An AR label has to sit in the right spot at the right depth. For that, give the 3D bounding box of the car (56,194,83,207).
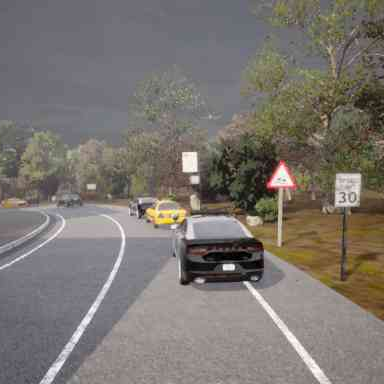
[{"bbox_3d":[-16.491,1.052,44.550,2.097,1.767,4.553,-5,3,-42],"label":"car"}]

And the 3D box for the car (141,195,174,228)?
[{"bbox_3d":[-1.613,1.167,19.726,1.801,1.575,5.366,-2,1,-16],"label":"car"}]

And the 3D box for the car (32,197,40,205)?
[{"bbox_3d":[-26.712,1.485,53.802,5.008,1.535,1.882,-2,3,34],"label":"car"}]

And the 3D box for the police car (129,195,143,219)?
[{"bbox_3d":[-3.603,1.060,25.589,1.930,1.638,5.238,-2,1,-21],"label":"police car"}]

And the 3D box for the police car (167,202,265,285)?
[{"bbox_3d":[0.460,1.301,9.409,1.930,1.638,5.238,-1,1,-7],"label":"police car"}]

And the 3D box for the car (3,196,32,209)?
[{"bbox_3d":[-25.925,1.652,48.698,5.008,1.535,1.882,-2,3,39],"label":"car"}]
